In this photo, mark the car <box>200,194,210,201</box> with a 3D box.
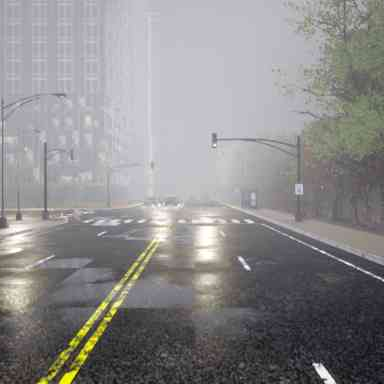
[{"bbox_3d":[3.321,1.305,82.760,2.097,1.767,4.553,0,0,0],"label":"car"}]

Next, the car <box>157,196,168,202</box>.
[{"bbox_3d":[-6.438,1.554,72.829,1.895,1.301,4.718,0,0,0],"label":"car"}]

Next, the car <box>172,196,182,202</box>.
[{"bbox_3d":[-3.189,1.511,73.031,1.994,1.385,4.181,0,0,0],"label":"car"}]

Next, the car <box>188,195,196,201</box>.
[{"bbox_3d":[0.071,1.503,82.792,1.994,1.385,4.181,0,0,0],"label":"car"}]

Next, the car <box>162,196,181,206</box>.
[{"bbox_3d":[-3.295,1.447,53.782,1.882,1.535,5.008,0,0,0],"label":"car"}]

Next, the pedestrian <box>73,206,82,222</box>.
[{"bbox_3d":[-8.327,1.561,24.265,0.375,1.300,0.375,0,0,0],"label":"pedestrian"}]

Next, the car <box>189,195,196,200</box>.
[{"bbox_3d":[0.078,1.468,92.823,2.033,1.411,5.357,0,0,0],"label":"car"}]

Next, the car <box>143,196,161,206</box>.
[{"bbox_3d":[-6.541,1.496,53.490,1.812,1.442,4.674,0,0,1],"label":"car"}]

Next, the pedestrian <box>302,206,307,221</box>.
[{"bbox_3d":[8.053,1.509,23.650,0.500,1.100,0.500,0,0,0],"label":"pedestrian"}]

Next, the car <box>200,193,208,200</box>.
[{"bbox_3d":[3.328,1.283,92.791,2.097,1.767,4.553,0,0,0],"label":"car"}]
